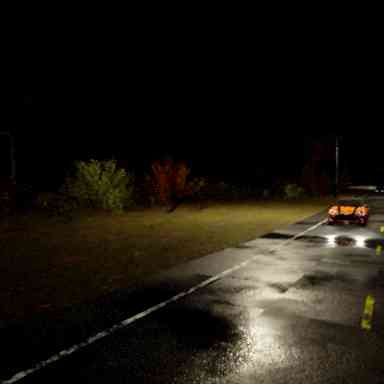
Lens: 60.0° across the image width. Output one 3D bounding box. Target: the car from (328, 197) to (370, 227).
[{"bbox_3d":[10.073,1.150,21.206,2.097,1.767,4.553,0,1,31],"label":"car"}]
